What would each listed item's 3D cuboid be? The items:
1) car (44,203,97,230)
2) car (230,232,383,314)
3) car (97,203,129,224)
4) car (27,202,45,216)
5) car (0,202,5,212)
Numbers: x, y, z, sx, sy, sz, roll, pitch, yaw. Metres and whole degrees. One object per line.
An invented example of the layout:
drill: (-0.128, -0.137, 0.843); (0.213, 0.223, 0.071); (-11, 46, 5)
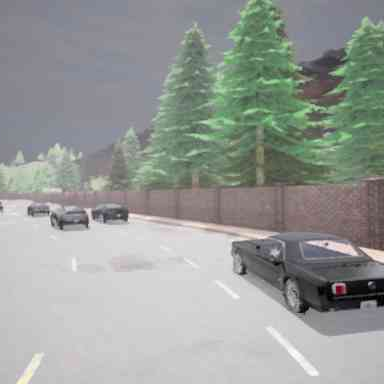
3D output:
car: (-8.310, 1.613, 22.476); (2.128, 1.511, 4.902); (-1, 0, -31)
car: (2.432, 1.581, 7.637); (1.895, 1.301, 4.718); (-1, 0, -12)
car: (-6.624, 1.585, 26.481); (1.882, 1.535, 5.008); (-1, 0, -31)
car: (-16.463, 1.780, 35.751); (2.033, 1.411, 5.357); (-1, 0, -32)
car: (-25.579, 1.948, 43.433); (1.895, 1.301, 4.718); (-1, 0, -32)
